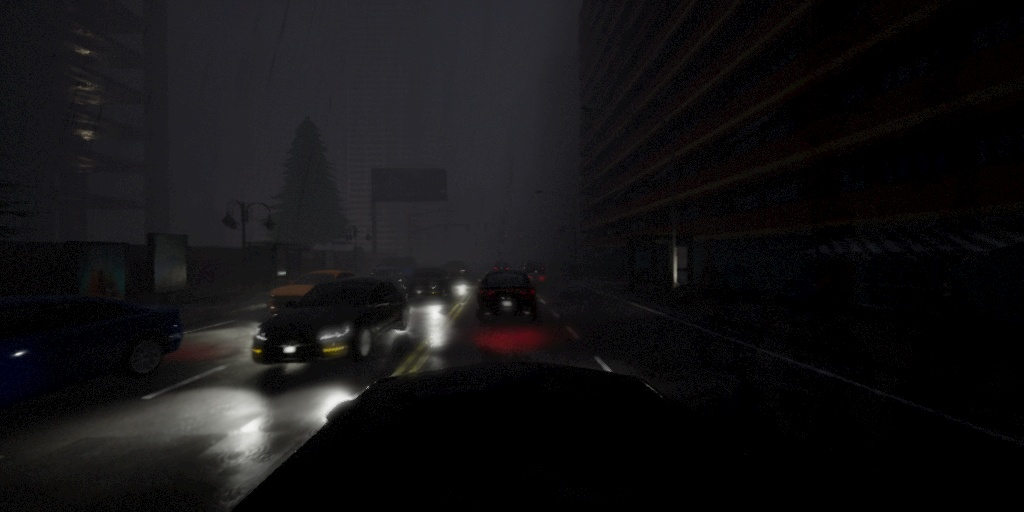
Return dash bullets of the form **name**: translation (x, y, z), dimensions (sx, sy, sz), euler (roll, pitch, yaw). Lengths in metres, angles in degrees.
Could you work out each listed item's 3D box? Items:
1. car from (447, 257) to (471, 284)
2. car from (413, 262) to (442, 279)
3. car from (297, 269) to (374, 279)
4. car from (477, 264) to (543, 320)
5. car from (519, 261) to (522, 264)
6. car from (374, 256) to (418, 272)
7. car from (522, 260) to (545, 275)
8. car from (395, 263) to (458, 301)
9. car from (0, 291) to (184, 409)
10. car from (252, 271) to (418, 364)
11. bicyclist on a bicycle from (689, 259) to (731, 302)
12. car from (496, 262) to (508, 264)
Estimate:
- **car**: translation (-4.377, 1.149, 27.732), dimensions (2.097, 1.767, 4.553), euler (-1, 0, -2)
- **car**: translation (-8.075, 1.365, 34.631), dimensions (1.812, 1.442, 4.674), euler (-1, 0, -1)
- **car**: translation (-7.453, 1.311, 14.262), dimensions (1.882, 1.535, 5.008), euler (-1, 0, -2)
- **car**: translation (-0.203, 1.227, 12.772), dimensions (1.882, 1.535, 5.008), euler (-1, 0, -2)
- **car**: translation (2.041, 1.228, 49.216), dimensions (1.837, 1.490, 4.892), euler (-1, 1, -1)
- **car**: translation (-7.776, 1.058, 24.319), dimensions (2.150, 2.045, 5.566), euler (-1, 0, -2)
- **car**: translation (2.413, 1.318, 38.864), dimensions (1.895, 1.301, 4.718), euler (-1, 0, -1)
- **car**: translation (-4.067, 1.299, 17.847), dimensions (1.837, 1.490, 4.892), euler (-1, 0, -2)
- **car**: translation (-7.146, 1.309, 4.689), dimensions (1.882, 1.535, 5.008), euler (-1, 0, -2)
- **car**: translation (-3.761, 1.296, 8.364), dimensions (1.837, 1.490, 4.892), euler (-1, 0, -2)
- **bicyclist on a bicycle**: translation (7.600, 0.959, 13.746), dimensions (1.656, 1.620, 0.582), euler (0, 0, -2)
- **car**: translation (-1.085, 1.305, 38.787), dimensions (2.033, 1.411, 5.357), euler (-1, 0, -1)
